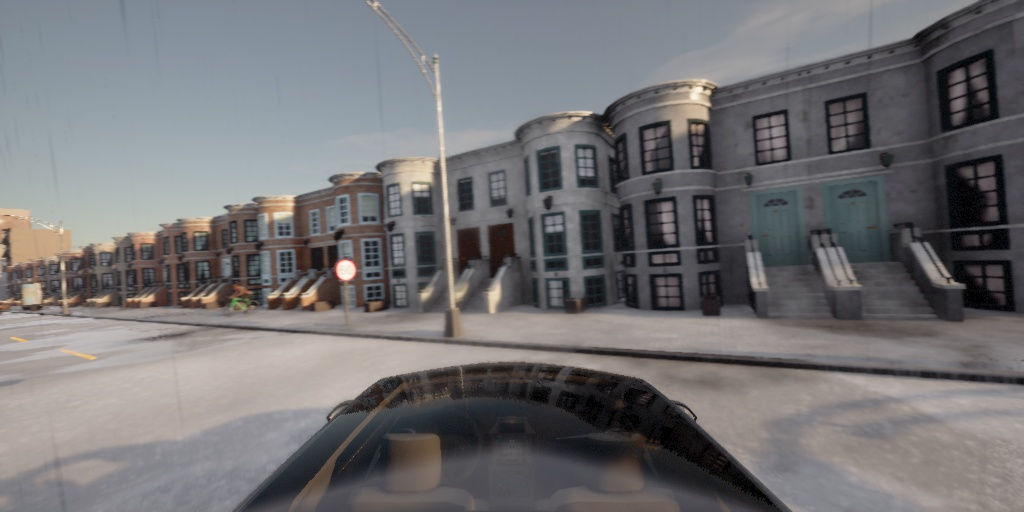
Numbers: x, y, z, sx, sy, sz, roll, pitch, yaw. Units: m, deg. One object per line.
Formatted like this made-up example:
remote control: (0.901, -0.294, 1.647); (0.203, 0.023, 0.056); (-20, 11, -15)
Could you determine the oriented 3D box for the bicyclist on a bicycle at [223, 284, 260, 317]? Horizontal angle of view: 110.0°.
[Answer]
bicyclist on a bicycle: (-13.833, 2.222, 18.318); (0.582, 1.620, 1.656); (-4, 0, 29)
